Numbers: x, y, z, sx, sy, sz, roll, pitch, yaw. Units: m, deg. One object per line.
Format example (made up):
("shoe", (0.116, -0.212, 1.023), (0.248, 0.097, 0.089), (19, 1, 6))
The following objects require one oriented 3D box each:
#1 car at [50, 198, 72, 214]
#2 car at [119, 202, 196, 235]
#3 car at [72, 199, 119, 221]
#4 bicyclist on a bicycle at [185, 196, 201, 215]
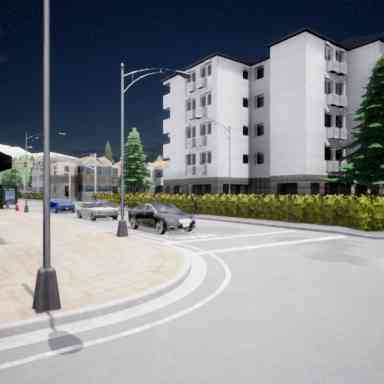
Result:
("car", (-13.293, 1.301, 33.544), (1.882, 1.535, 5.008), (0, 0, -36))
("car", (-1.733, 1.315, 17.809), (2.128, 1.511, 4.902), (0, 0, -36))
("car", (-7.261, 1.424, 25.322), (1.895, 1.301, 4.718), (0, 0, -36))
("bicyclist on a bicycle", (0.113, 1.124, 27.924), (1.656, 1.620, 0.582), (0, 0, -36))
